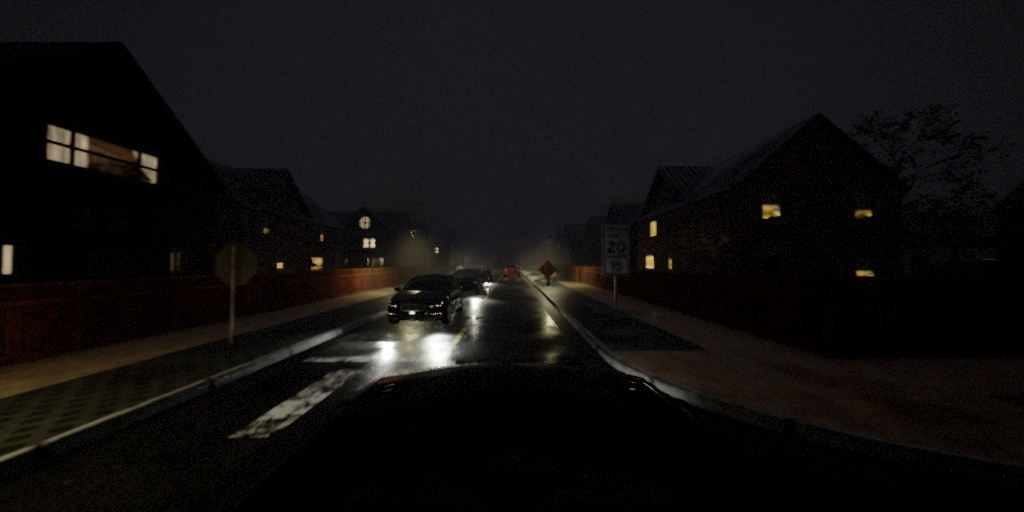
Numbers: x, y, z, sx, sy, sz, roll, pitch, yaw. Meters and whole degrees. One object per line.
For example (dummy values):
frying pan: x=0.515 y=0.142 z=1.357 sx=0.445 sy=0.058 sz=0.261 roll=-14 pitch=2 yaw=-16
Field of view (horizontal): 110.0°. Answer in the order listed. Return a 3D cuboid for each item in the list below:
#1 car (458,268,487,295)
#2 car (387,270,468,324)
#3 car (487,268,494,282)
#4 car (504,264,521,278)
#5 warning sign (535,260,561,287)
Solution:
car: x=-2.879 y=1.557 z=23.019 sx=1.882 sy=1.535 sz=5.008 roll=0 pitch=-1 yaw=0
car: x=-2.863 y=1.415 z=12.720 sx=1.837 sy=1.490 sz=4.892 roll=0 pitch=-1 yaw=0
car: x=-2.871 y=1.877 z=35.866 sx=1.994 sy=1.385 sz=4.181 roll=0 pitch=-1 yaw=1
car: x=0.036 y=1.886 z=47.339 sx=2.097 sy=1.767 sz=4.553 roll=0 pitch=-1 yaw=0
warning sign: x=2.489 y=1.224 z=24.867 sx=1.300 sy=1.860 sz=1.060 roll=0 pitch=0 yaw=0
